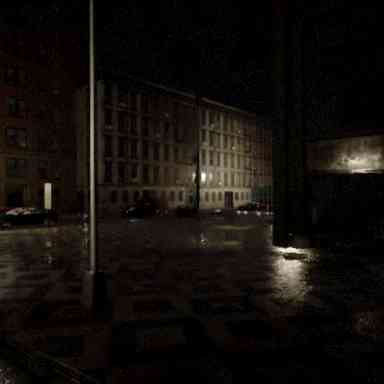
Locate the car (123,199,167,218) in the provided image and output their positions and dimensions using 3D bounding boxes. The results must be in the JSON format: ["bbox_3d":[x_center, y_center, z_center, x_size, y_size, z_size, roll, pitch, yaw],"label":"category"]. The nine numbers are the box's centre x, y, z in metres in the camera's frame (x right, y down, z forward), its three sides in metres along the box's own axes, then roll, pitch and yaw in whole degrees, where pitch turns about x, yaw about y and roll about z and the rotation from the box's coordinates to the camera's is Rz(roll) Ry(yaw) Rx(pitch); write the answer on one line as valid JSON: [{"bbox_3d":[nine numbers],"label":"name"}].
[{"bbox_3d":[-5.007,1.764,37.121,2.150,2.045,5.566,-1,-1,42],"label":"car"}]

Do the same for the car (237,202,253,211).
[{"bbox_3d":[9.312,2.281,52.664,2.033,1.411,5.357,-1,-1,42],"label":"car"}]

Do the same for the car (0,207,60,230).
[{"bbox_3d":[-12.250,1.873,24.343,2.128,1.511,4.902,-1,-1,42],"label":"car"}]

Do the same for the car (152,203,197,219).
[{"bbox_3d":[-1.646,2.128,35.977,1.895,1.301,4.718,-1,-1,42],"label":"car"}]

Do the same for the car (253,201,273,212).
[{"bbox_3d":[11.736,2.085,50.501,2.097,1.767,4.553,-1,-1,42],"label":"car"}]
